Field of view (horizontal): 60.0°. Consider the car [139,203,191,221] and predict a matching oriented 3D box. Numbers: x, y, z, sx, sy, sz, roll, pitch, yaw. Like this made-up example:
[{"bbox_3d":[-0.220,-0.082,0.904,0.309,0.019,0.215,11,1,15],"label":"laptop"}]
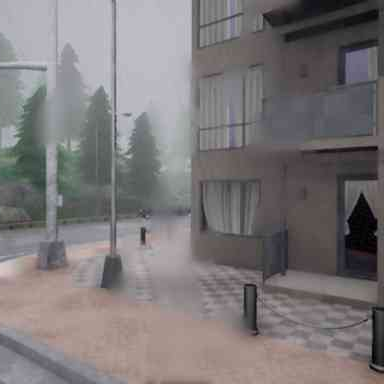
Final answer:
[{"bbox_3d":[-2.152,1.562,27.345,1.895,1.301,4.718,0,0,35],"label":"car"}]
